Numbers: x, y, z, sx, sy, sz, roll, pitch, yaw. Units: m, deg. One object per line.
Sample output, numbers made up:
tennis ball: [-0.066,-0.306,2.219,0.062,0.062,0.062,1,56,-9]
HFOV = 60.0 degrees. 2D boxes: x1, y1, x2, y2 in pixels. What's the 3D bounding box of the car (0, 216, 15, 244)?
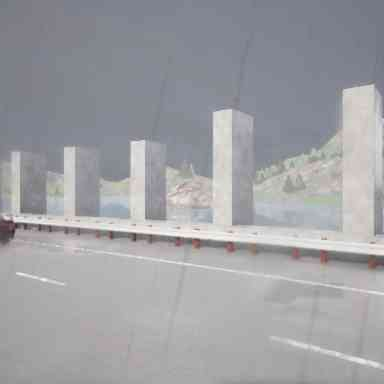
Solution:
car: [-9.718,1.482,14.265,5.008,1.535,1.882,0,0,31]
